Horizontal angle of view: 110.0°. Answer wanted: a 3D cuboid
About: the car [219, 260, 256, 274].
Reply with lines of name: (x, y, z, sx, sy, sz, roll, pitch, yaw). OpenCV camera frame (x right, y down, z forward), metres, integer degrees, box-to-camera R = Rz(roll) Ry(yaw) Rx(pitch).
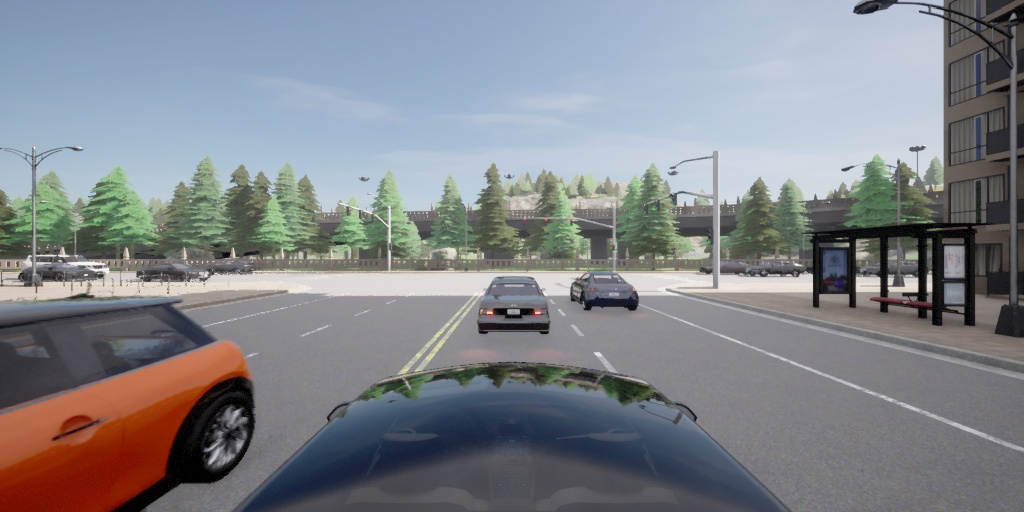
car: (-29.774, 1.186, 37.869, 4.902, 1.511, 2.128, 0, 0, 1)

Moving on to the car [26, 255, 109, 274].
car: (-38.077, 0.916, 30.623, 5.566, 2.045, 2.150, 0, 0, -1)

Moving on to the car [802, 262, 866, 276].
car: (32.850, 1.295, 36.672, 4.718, 1.301, 1.895, 0, 0, 5)

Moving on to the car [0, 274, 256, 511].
car: (-3.594, 1.102, 1.622, 2.097, 1.767, 4.553, 0, 0, 0)

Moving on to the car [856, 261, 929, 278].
car: (34.892, 1.186, 32.914, 4.902, 1.511, 2.128, 0, 0, 8)

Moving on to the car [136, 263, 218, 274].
car: (-25.533, 1.220, 27.100, 4.674, 1.442, 1.812, 0, 0, 0)

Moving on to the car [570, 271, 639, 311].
car: (3.580, 1.314, 14.556, 1.994, 1.385, 4.181, 0, 0, 0)

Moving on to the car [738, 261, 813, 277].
car: (24.528, 1.186, 33.550, 4.902, 1.511, 2.128, 0, 0, 2)

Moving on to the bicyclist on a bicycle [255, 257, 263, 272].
bicyclist on a bicycle: (-29.460, 0.995, 41.648, 0.582, 1.620, 1.656, 0, 0, 1)

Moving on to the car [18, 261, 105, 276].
car: (-34.242, 1.258, 27.125, 4.181, 1.385, 1.994, 0, 0, 0)

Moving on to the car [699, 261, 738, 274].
car: (22.412, 1.242, 37.131, 5.357, 1.411, 2.033, 0, 0, 1)

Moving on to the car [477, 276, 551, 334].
car: (0.060, 1.297, 10.545, 2.033, 1.411, 5.357, 0, 0, 1)
